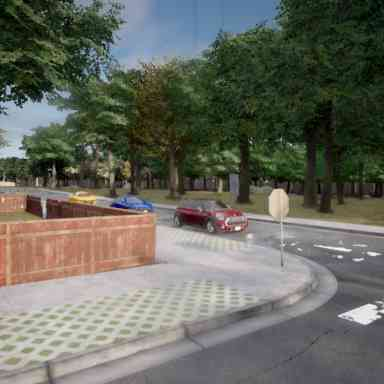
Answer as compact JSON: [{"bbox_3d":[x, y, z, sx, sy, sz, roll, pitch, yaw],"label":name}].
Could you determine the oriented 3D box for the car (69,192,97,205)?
[{"bbox_3d":[-11.934,0.757,36.167,1.882,1.535,5.008,-2,3,-35],"label":"car"}]

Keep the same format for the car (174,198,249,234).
[{"bbox_3d":[0.926,1.139,18.011,2.097,1.767,4.553,-2,2,-35],"label":"car"}]

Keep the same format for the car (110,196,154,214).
[{"bbox_3d":[-4.807,1.064,26.096,1.882,1.535,5.008,-2,2,-35],"label":"car"}]
